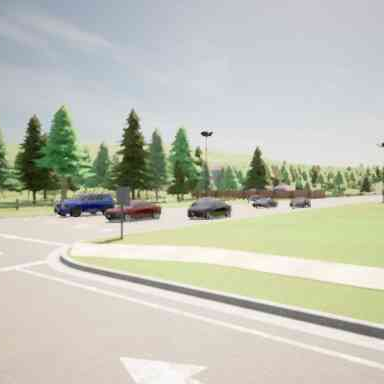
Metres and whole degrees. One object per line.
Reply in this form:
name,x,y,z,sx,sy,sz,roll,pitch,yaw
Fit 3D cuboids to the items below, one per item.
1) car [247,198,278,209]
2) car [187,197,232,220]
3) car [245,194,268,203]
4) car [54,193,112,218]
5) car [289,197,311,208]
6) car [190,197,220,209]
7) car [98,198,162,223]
car,10.051,1.501,45.422,2.033,1.411,5.357,0,0,36
car,1.544,1.439,27.925,1.882,1.535,5.008,0,0,36
car,11.411,1.116,58.966,2.128,1.511,4.902,0,0,36
car,-9.674,1.155,30.374,2.150,2.045,5.566,0,0,37
car,15.151,1.456,46.429,2.128,1.511,4.902,0,0,37
car,1.886,1.461,46.119,1.812,1.442,4.674,0,0,36
car,-4.427,1.431,25.701,1.882,1.535,5.008,0,0,36
